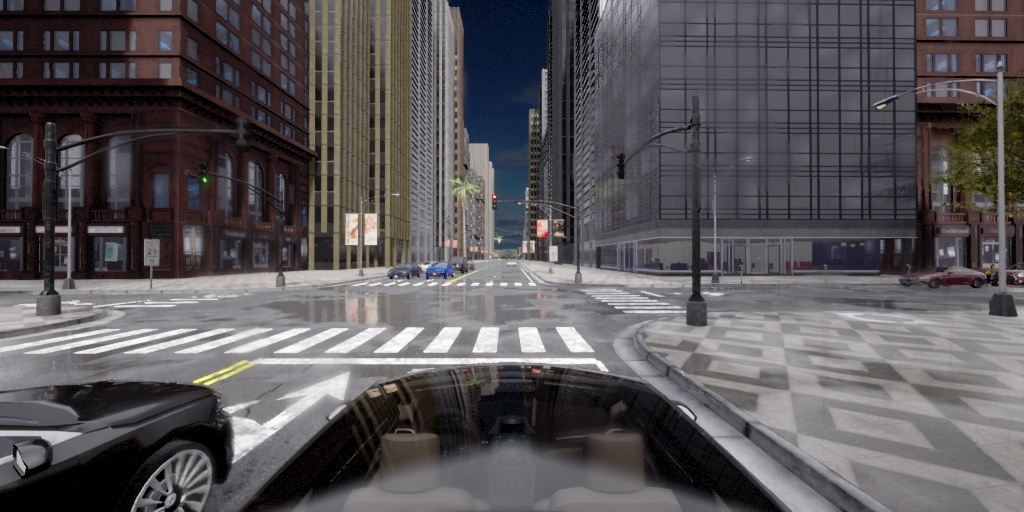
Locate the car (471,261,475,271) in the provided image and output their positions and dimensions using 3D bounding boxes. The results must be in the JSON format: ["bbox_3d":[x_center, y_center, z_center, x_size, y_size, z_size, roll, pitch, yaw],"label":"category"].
[{"bbox_3d":[-6.658,1.411,53.956,1.812,1.442,4.674,0,0,0],"label":"car"}]

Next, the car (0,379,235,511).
[{"bbox_3d":[-3.138,1.241,0.918,2.128,1.511,4.902,0,0,-1],"label":"car"}]

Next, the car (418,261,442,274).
[{"bbox_3d":[-9.914,1.371,43.715,1.812,1.442,4.674,0,0,0],"label":"car"}]

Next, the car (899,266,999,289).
[{"bbox_3d":[26.434,1.276,22.006,4.207,1.307,1.802,0,0,-1],"label":"car"}]

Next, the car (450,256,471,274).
[{"bbox_3d":[-6.660,1.067,43.666,2.150,2.045,5.566,0,0,0],"label":"car"}]

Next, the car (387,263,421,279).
[{"bbox_3d":[-9.864,1.361,33.528,2.033,1.411,5.357,0,0,3],"label":"car"}]

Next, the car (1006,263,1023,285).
[{"bbox_3d":[32.072,1.118,22.102,4.097,1.591,1.967,0,0,-1],"label":"car"}]

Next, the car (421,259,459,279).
[{"bbox_3d":[-6.644,1.291,33.558,1.882,1.535,5.008,0,0,2],"label":"car"}]
